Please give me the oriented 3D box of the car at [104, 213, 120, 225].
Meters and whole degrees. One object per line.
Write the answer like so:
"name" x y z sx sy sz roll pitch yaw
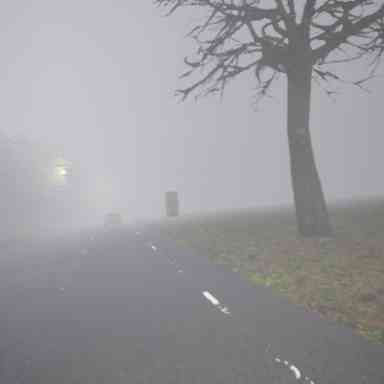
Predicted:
"car" -11.854 3.944 49.454 2.128 1.511 4.902 -3 -3 -14

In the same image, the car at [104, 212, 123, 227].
"car" -9.719 3.290 41.005 2.097 1.767 4.553 -3 -2 -14
